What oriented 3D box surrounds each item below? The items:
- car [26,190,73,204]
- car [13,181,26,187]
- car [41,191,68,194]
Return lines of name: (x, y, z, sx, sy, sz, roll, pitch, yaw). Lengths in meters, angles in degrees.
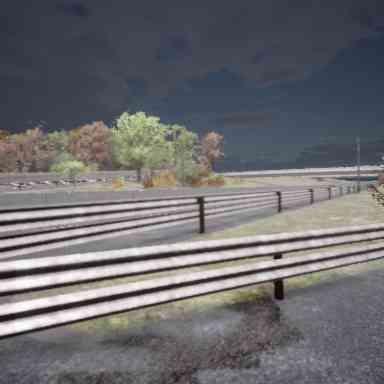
car: (-17.261, 0.609, 40.476, 2.128, 1.511, 4.902, 0, 1, 31)
car: (-33.675, -1.463, 64.975, 1.812, 1.442, 4.674, -1, 4, 12)
car: (-15.293, 0.622, 36.960, 1.882, 1.535, 5.008, 0, 1, 31)
